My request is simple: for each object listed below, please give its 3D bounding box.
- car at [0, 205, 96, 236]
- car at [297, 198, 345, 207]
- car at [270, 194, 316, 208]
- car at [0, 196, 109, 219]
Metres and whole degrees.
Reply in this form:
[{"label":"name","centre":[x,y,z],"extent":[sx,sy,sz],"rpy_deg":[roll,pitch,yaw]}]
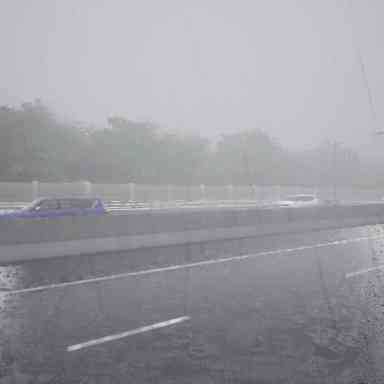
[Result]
[{"label":"car","centre":[-8.553,1.551,19.380],"extent":[5.357,1.411,2.033],"rpy_deg":[0,0,-35]},{"label":"car","centre":[12.033,1.547,29.646],"extent":[4.902,1.511,2.128],"rpy_deg":[0,0,-35]},{"label":"car","centre":[10.132,1.262,32.588],"extent":[5.566,2.045,2.150],"rpy_deg":[0,0,-35]},{"label":"car","centre":[-6.877,1.226,16.280],"extent":[5.566,2.045,2.150],"rpy_deg":[0,0,-35]}]
